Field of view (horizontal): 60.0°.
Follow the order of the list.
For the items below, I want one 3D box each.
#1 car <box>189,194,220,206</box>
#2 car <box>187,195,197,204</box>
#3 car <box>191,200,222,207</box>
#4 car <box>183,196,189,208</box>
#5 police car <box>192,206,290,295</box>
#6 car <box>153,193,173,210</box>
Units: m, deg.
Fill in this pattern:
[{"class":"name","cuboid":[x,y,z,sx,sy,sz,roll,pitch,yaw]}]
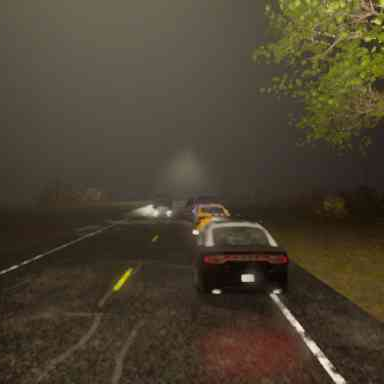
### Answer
[{"class":"car","cuboid":[1.049,1.166,24.748,2.150,2.045,5.566,0,0,0]},{"class":"car","cuboid":[-0.001,1.335,59.817,1.882,1.535,5.008,0,0,0]},{"class":"car","cuboid":[1.050,1.434,18.717,1.882,1.535,5.008,0,0,0]},{"class":"car","cuboid":[0.031,1.396,45.663,1.837,1.490,4.892,0,0,1]},{"class":"police car","cuboid":[1.050,1.405,8.826,1.930,1.638,5.238,0,0,0]},{"class":"car","cuboid":[-3.596,1.122,41.599,2.150,2.045,5.566,0,0,0]}]
